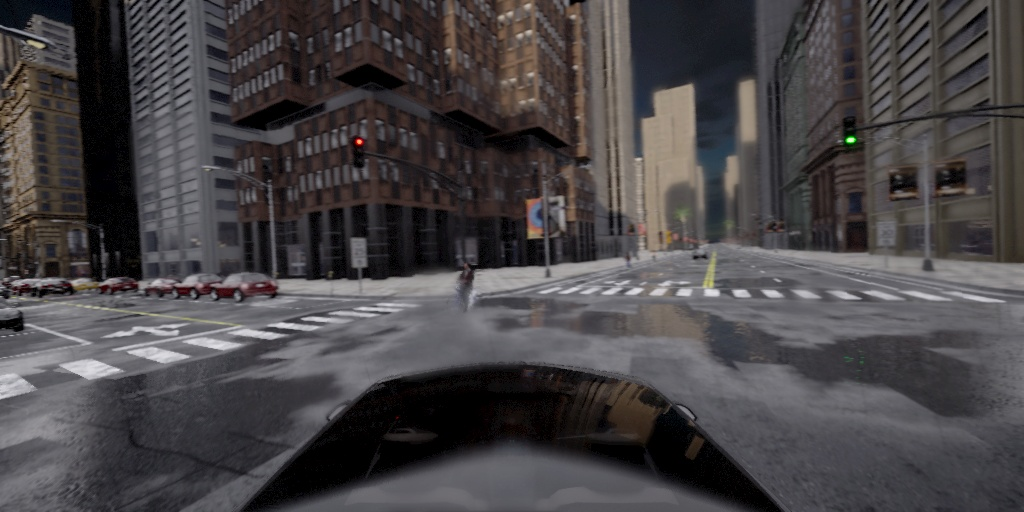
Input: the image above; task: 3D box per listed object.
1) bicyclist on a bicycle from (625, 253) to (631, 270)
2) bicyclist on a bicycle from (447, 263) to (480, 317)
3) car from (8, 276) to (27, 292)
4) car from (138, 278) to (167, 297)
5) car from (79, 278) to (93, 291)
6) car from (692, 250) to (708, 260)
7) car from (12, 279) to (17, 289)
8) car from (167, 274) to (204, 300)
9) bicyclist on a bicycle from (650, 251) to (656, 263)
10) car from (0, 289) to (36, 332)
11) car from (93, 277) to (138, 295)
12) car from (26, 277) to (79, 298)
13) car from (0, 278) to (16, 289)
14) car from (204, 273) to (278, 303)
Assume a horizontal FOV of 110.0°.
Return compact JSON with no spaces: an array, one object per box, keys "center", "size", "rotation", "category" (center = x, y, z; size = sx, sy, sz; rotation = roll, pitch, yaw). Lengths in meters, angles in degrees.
[{"center":[11.479,0.527,35.394],"size":[0.582,1.620,1.656],"rotation":[-2,1,30],"category":"bicyclist on a bicycle"},{"center":[-1.646,1.112,12.289],"size":[0.659,1.776,1.843],"rotation":[-2,0,30],"category":"bicyclist on a bicycle"},{"center":[-48.520,3.111,36.141],"size":[5.008,1.535,1.882],"rotation":[-2,1,30],"category":"car"},{"center":[-24.753,2.206,25.845],"size":[4.207,1.307,1.802],"rotation":[0,0,30],"category":"car"},{"center":[-43.756,2.906,36.643],"size":[4.829,1.417,1.751],"rotation":[0,0,30],"category":"car"},{"center":[27.791,-0.199,52.982],"size":[1.882,1.535,5.008],"rotation":[-2,0,30],"category":"car"},{"center":[-44.577,3.024,30.453],"size":[4.902,1.511,2.128],"rotation":[-2,1,30],"category":"car"},{"center":[-20.040,1.876,23.166],"size":[4.097,1.591,1.967],"rotation":[0,0,30],"category":"car"},{"center":[19.849,0.120,50.126],"size":[0.866,1.612,1.509],"rotation":[-2,-2,30],"category":"bicyclist on a bicycle"},{"center":[-19.527,2.151,13.077],"size":[4.313,1.339,1.948],"rotation":[0,0,30],"category":"car"},{"center":[-34.181,2.546,31.202],"size":[4.507,1.381,1.888],"rotation":[0,0,30],"category":"car"},{"center":[-40.736,2.796,31.752],"size":[5.008,1.535,1.882],"rotation":[-2,1,30],"category":"car"},{"center":[-24.241,2.088,15.756],"size":[5.009,1.841,2.192],"rotation":[0,0,30],"category":"car"},{"center":[-15.326,1.688,20.487],"size":[4.097,1.591,1.967],"rotation":[0,0,30],"category":"car"}]
